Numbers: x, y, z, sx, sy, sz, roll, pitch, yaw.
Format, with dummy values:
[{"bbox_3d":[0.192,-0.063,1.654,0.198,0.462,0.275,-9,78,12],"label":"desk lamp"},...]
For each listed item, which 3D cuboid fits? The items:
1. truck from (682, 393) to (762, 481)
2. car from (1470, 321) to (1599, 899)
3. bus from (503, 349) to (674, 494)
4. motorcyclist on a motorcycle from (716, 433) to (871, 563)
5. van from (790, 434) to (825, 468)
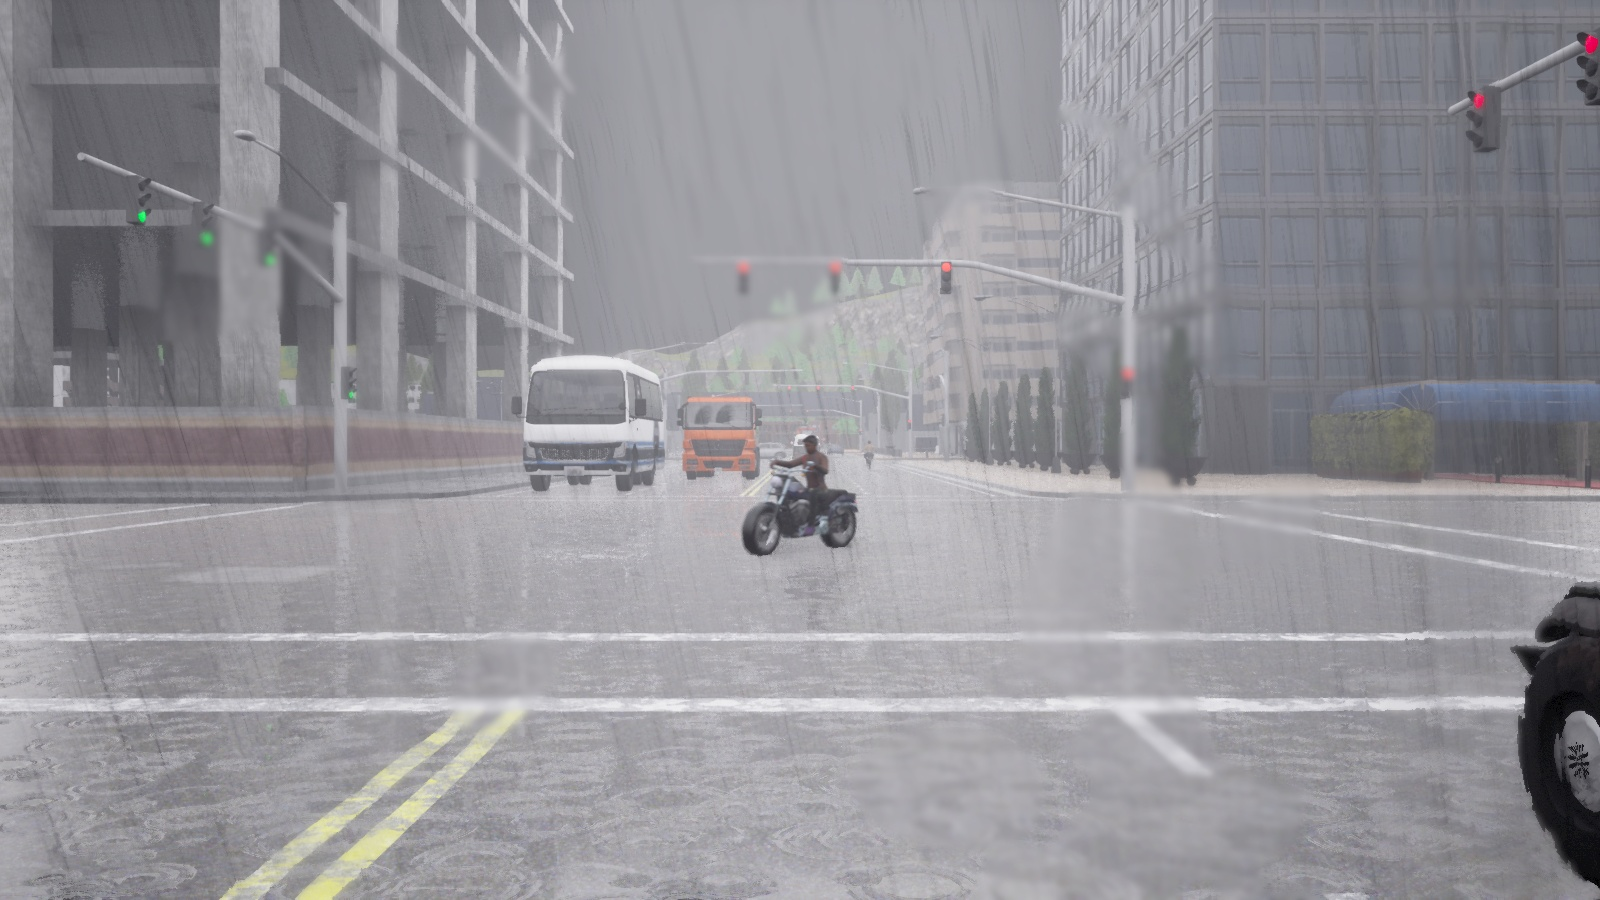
[{"bbox_3d":[-3.185,-0.539,53.286,2.891,3.462,7.936,0,0,0],"label":"truck"},{"bbox_3d":[3.532,0.529,2.910,1.905,1.878,3.866,0,0,0],"label":"car"},{"bbox_3d":[-6.747,-0.873,42.103,3.944,4.253,10.273,0,0,0],"label":"bus"},{"bbox_3d":[-0.049,0.600,17.140,0.766,1.649,2.350,1,1,40],"label":"motorcyclist on a motorcycle"},{"bbox_3d":[0.452,0.032,77.677,2.069,2.038,4.480,0,0,0],"label":"van"}]
